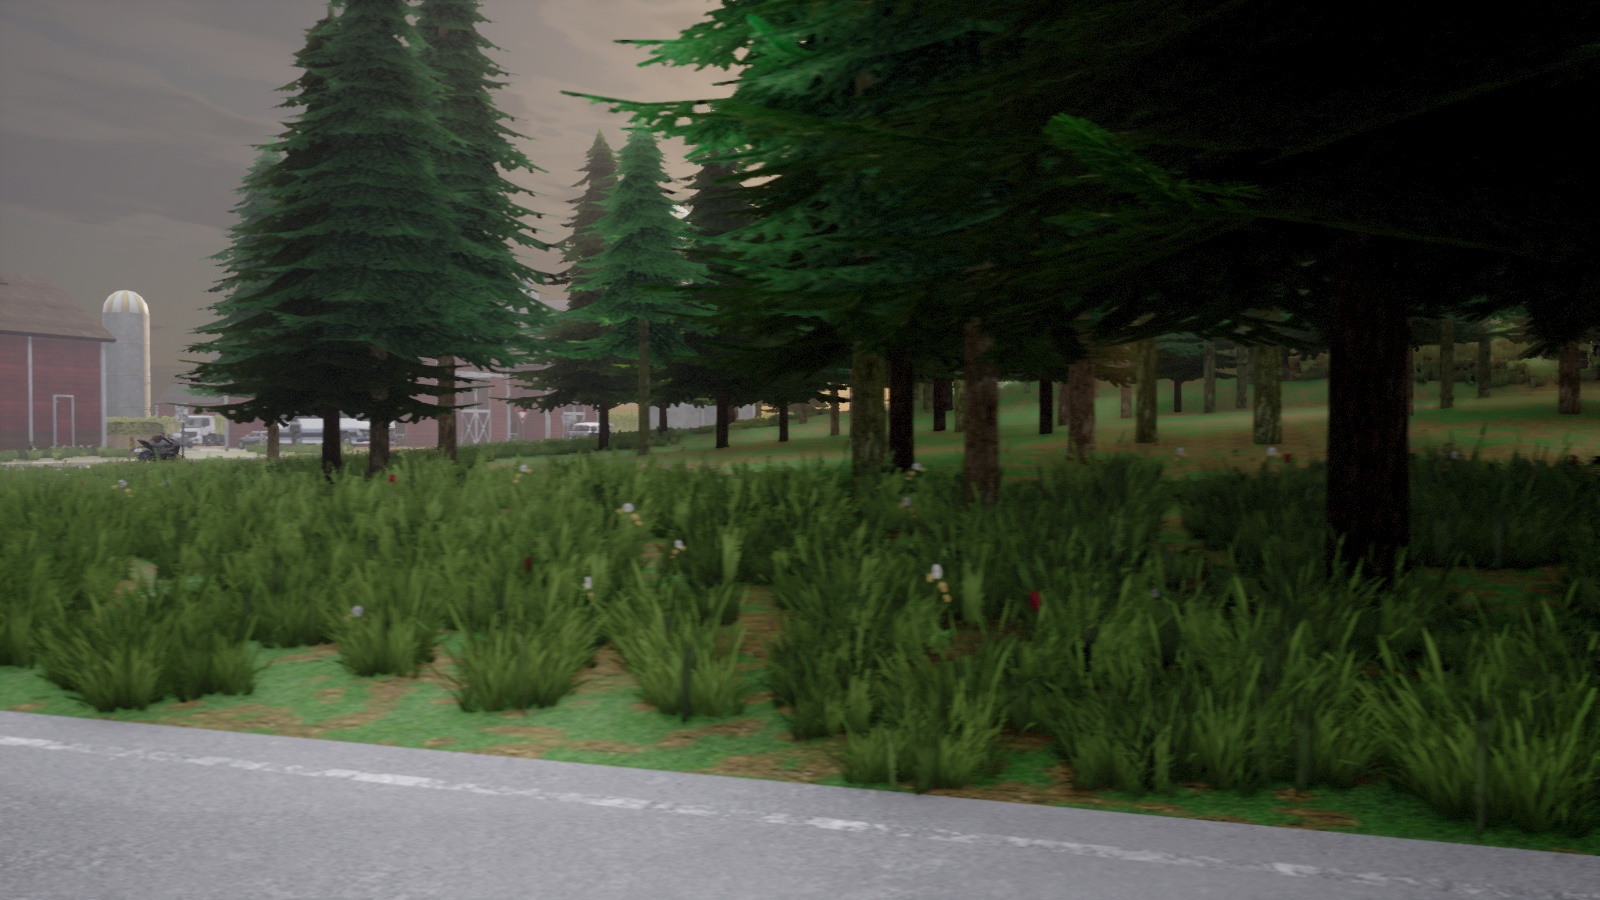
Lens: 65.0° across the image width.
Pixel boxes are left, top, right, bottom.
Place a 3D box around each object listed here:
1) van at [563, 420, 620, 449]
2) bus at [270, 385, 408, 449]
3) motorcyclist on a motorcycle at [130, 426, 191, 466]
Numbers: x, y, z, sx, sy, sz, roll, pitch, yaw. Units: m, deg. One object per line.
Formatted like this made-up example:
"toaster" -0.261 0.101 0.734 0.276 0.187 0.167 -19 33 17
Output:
"van" -15.200 -1.118 91.899 2.069 2.038 4.480 1 1 22
"bus" -32.409 -2.297 88.105 10.273 4.253 3.944 1 1 35
"motorcyclist on a motorcycle" -25.497 -0.177 50.097 0.866 1.530 2.191 1 1 19
